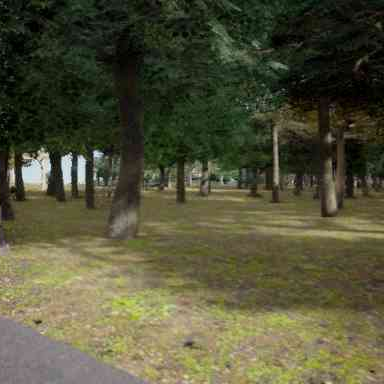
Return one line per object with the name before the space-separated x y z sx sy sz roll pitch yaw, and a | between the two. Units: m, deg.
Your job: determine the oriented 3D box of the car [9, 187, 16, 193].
car | -41.386 -0.402 74.848 1.837 1.490 4.892 -1 1 34
